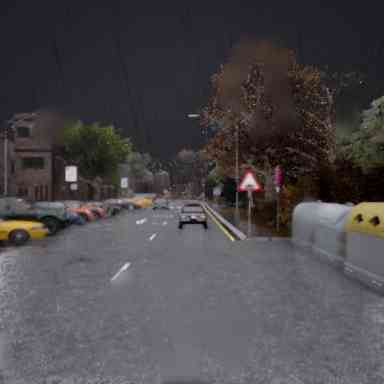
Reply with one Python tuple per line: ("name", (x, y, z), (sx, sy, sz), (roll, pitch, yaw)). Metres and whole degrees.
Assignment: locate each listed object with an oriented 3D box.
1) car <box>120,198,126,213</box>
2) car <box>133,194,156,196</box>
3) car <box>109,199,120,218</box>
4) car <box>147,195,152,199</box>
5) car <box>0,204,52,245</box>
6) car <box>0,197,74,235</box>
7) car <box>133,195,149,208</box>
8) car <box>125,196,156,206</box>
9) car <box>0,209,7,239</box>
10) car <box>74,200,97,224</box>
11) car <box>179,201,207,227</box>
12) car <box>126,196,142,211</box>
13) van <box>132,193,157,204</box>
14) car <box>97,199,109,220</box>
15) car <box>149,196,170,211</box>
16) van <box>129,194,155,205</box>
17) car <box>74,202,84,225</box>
("car", (-9.193, 1.587, 32.291), (4.674, 1.452, 2.002), (-1, -1, -20))
("car", (-9.336, 1.625, 56.243), (5.366, 1.575, 1.946), (-1, 0, -20))
("car", (-9.176, 1.566, 29.299), (4.792, 1.488, 2.163), (-1, 0, -20))
("car", (-8.982, 1.596, 47.358), (5.366, 1.575, 1.946), (-1, 0, -20))
("car", (-9.113, 1.495, 14.346), (5.366, 1.575, 1.946), (-1, 0, -20))
("car", (-9.259, 1.255, 17.304), (5.566, 2.045, 2.435), (-1, 0, -20))
("car", (-8.985, 1.586, 44.356), (5.366, 1.575, 1.946), (-1, 0, -20))
("car", (-9.185, 1.605, 59.312), (5.008, 1.535, 2.097), (-1, 0, -20))
("car", (-9.277, 1.526, 11.289), (4.792, 1.488, 2.163), (-1, 0, -20))
("car", (-9.267, 1.395, 23.279), (4.553, 1.767, 2.185), (-1, 0, -20))
("car", (0.071, 1.581, 22.772), (2.033, 1.411, 5.357), (0, 0, 0))
("car", (-9.172, 1.581, 41.292), (4.892, 1.521, 2.231), (-1, -1, -20))
("van", (-9.326, 1.325, 65.258), (4.442, 1.987, 1.878), (-1, 1, -20))
("car", (-9.251, 1.403, 26.280), (4.553, 1.767, 2.185), (-1, 0, -20))
("car", (-3.948, 1.604, 42.683), (1.837, 1.490, 4.892), (0, 0, 0))
("van", (-9.308, 1.353, 62.257), (4.442, 1.987, 1.878), (-1, 1, -20))
("car", (-9.247, 1.553, 20.282), (4.674, 1.452, 2.002), (-1, 0, -20))
